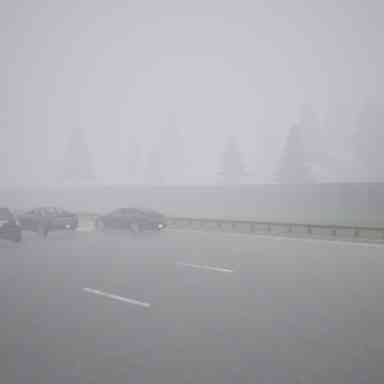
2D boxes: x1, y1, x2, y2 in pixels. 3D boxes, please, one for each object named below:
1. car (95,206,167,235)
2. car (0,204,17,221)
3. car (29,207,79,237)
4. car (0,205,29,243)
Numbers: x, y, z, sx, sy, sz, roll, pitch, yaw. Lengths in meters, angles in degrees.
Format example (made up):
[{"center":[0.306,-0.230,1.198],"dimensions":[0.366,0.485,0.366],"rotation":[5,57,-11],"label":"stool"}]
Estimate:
[{"center":[-3.681,1.585,19.533],"dimensions":[4.892,1.490,1.837],"rotation":[0,0,36],"label":"car"},{"center":[-17.749,1.772,29.611],"dimensions":[4.718,1.301,1.895],"rotation":[0,0,36],"label":"car"},{"center":[-8.374,1.586,18.597],"dimensions":[4.902,1.511,2.128],"rotation":[-1,0,36],"label":"car"},{"center":[-9.900,1.443,15.383],"dimensions":[4.553,1.767,2.097],"rotation":[0,0,36],"label":"car"}]
